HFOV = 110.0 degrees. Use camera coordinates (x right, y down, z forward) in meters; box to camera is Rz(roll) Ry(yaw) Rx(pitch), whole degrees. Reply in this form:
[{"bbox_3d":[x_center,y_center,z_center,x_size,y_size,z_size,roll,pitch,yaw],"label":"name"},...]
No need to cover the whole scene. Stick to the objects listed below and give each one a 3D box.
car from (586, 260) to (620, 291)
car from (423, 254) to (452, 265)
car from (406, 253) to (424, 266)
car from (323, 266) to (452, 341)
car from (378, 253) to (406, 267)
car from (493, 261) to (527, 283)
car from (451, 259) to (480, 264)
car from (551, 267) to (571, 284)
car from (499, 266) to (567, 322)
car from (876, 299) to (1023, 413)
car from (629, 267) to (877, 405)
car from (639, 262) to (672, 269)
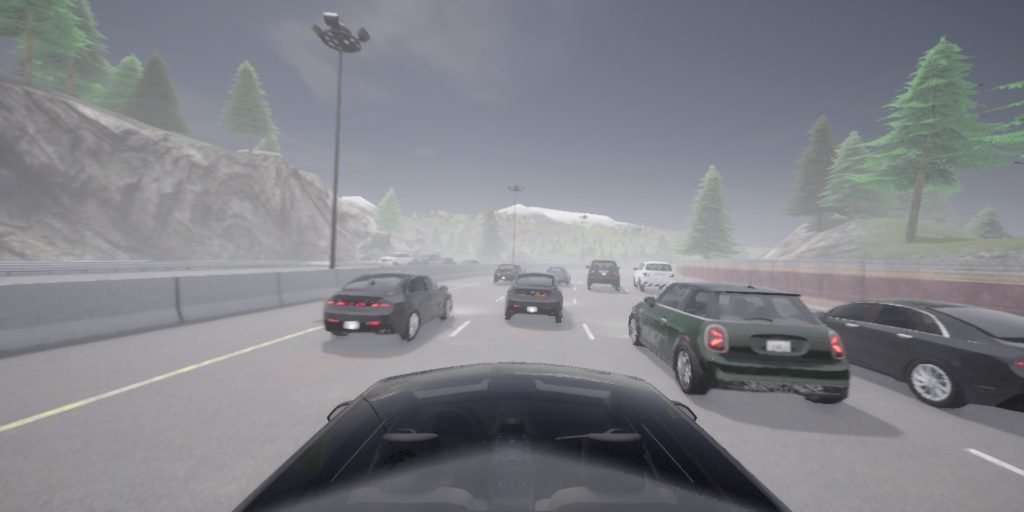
[{"bbox_3d":[6.579,1.308,26.027,2.150,2.045,5.566,2,0,12],"label":"car"},{"bbox_3d":[-9.284,0.929,47.633,2.097,1.767,4.553,2,0,19],"label":"car"},{"bbox_3d":[-11.945,0.713,50.590,2.150,2.045,5.566,2,0,20],"label":"car"},{"bbox_3d":[-2.993,1.173,9.660,1.837,1.490,4.892,2,0,6],"label":"car"},{"bbox_3d":[-15.992,0.556,49.674,2.150,2.045,5.566,2,0,19],"label":"car"},{"bbox_3d":[-0.082,1.352,28.192,1.837,1.490,4.892,2,0,13],"label":"car"},{"bbox_3d":[-5.723,1.216,47.242,1.837,1.490,4.892,2,-1,20],"label":"car"},{"bbox_3d":[3.507,1.546,28.187,1.994,1.385,4.181,2,0,13],"label":"car"},{"bbox_3d":[0.877,1.331,12.958,1.837,1.490,4.892,2,0,7],"label":"car"},{"bbox_3d":[7.264,1.546,6.655,1.837,1.490,4.892,2,0,5],"label":"car"},{"bbox_3d":[3.796,1.262,6.988,2.097,1.767,4.553,2,0,5],"label":"car"},{"bbox_3d":[10.094,1.439,25.720,2.150,2.045,5.566,2,0,13],"label":"car"}]
